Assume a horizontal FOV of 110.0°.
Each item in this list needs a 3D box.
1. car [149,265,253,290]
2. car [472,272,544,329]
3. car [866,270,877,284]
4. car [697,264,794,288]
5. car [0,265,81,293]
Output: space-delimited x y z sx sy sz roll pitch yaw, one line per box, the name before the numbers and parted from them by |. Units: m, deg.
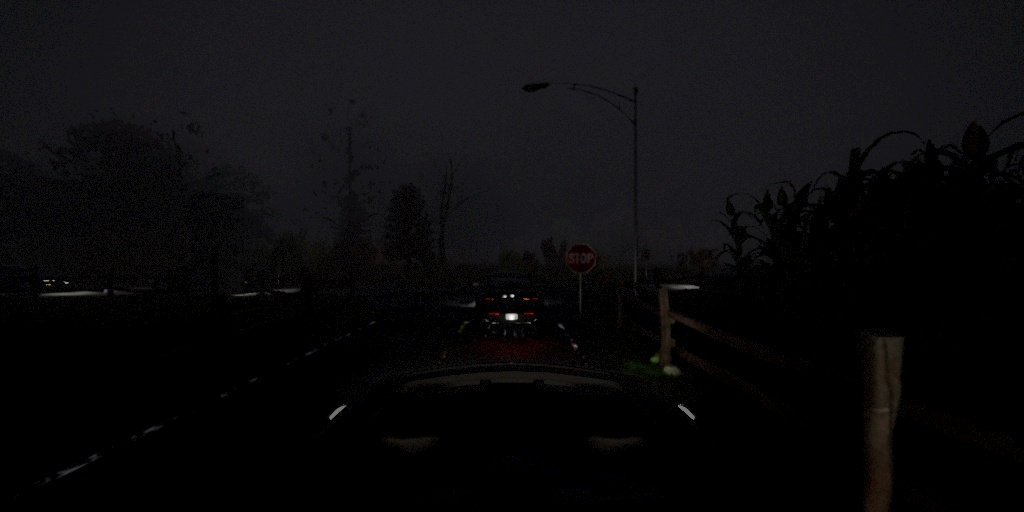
car | -17.128 1.234 19.873 4.892 1.490 1.837 0 0 1
car | -0.164 1.230 11.147 1.837 1.490 4.892 0 0 -4
car | 24.700 1.113 22.235 5.008 1.535 1.882 0 0 1
car | 14.575 1.209 22.379 5.357 1.411 2.033 0 0 1
car | -27.261 1.247 20.017 4.892 1.490 1.837 0 0 0
